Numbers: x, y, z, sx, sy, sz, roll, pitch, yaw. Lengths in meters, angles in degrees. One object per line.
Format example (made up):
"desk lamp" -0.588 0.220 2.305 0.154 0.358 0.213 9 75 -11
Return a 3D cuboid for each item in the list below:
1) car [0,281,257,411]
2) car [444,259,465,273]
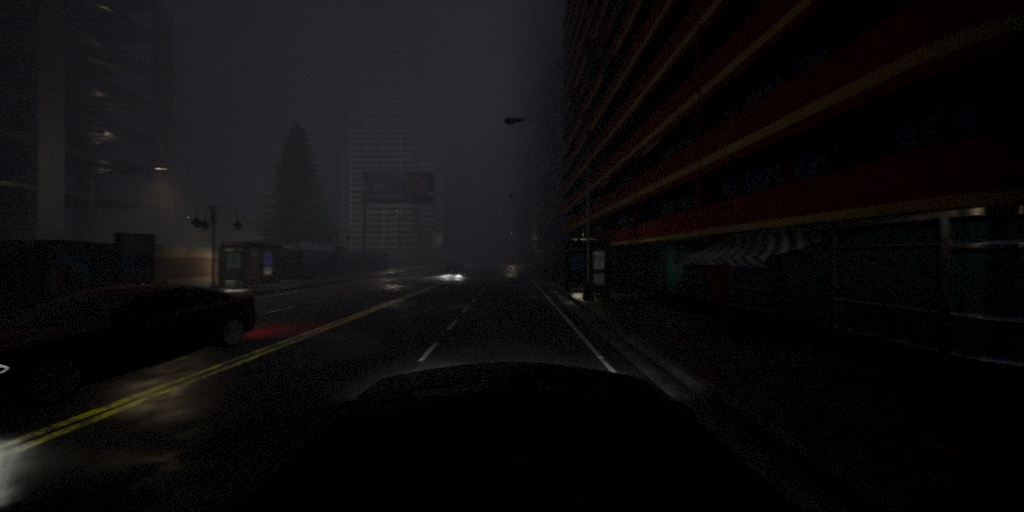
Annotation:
"car" -6.995 1.288 6.392 1.882 1.535 5.008 0 1 0
"car" -7.007 1.327 44.010 1.895 1.301 4.718 0 0 0
